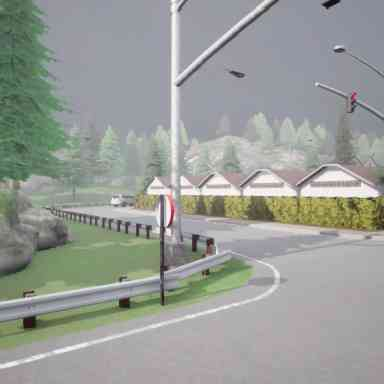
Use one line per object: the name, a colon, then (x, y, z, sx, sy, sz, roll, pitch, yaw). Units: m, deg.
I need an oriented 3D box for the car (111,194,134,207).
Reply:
car: (-10.501, 1.398, 53.881, 2.150, 2.045, 5.566, 0, 0, 36)
